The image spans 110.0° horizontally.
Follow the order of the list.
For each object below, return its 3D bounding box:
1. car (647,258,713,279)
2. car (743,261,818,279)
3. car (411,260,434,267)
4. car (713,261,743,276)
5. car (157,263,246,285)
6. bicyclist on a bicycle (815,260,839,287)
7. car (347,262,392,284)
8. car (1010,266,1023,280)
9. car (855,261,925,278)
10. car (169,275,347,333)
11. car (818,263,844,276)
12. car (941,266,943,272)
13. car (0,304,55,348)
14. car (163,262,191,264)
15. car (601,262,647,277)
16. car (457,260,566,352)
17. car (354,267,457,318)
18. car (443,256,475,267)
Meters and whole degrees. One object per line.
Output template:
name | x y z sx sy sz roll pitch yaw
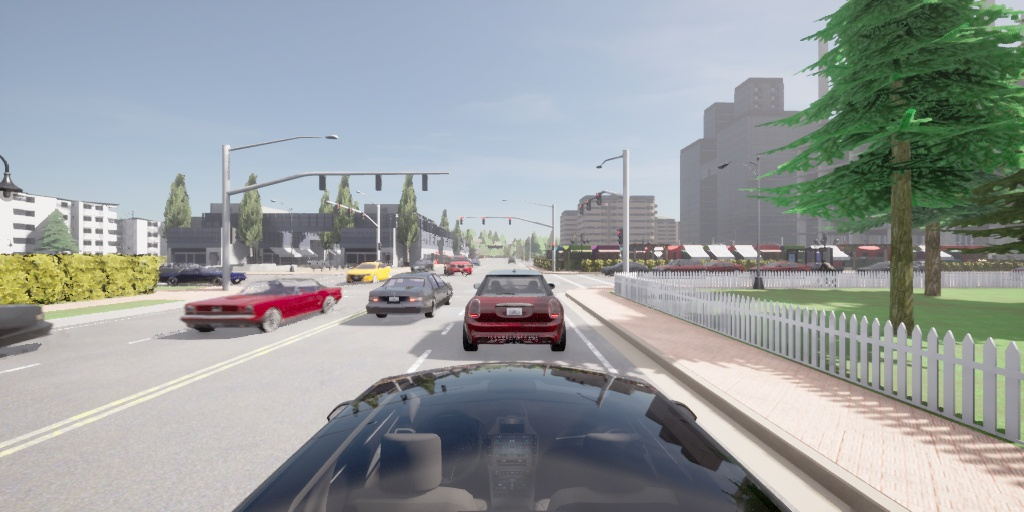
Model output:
car | 15.072 1.102 32.364 4.553 1.767 2.097 0 0 -1
car | 24.285 1.228 32.596 5.008 1.535 1.882 0 0 -1
car | -10.833 1.241 43.617 2.128 1.511 4.902 0 0 3
car | 20.548 1.228 36.006 5.008 1.535 1.882 0 0 -1
car | -20.886 1.351 24.358 4.718 1.301 1.895 0 0 -1
bicyclist on a bicycle | 18.787 1.052 21.472 0.582 1.620 1.656 0 0 -1
car | -10.608 1.227 26.932 1.882 1.535 5.008 0 0 0
car | 43.873 1.314 29.428 4.181 1.385 1.994 0 0 -3
car | 34.347 1.255 32.842 4.892 1.490 1.837 0 0 -1
car | -7.103 1.351 10.833 1.895 1.301 4.718 0 0 0
car | 30.446 1.351 36.253 4.718 1.301 1.895 0 0 -1
car | 40.671 1.242 36.480 4.902 1.511 2.128 0 0 -1
car | -10.601 1.298 5.095 2.033 1.411 5.357 0 0 0
car | -25.396 1.242 27.753 4.902 1.511 2.128 0 0 -2
car | 11.223 1.276 35.750 4.674 1.442 1.812 0 0 -1
car | 0.062 1.102 9.112 2.097 1.767 4.553 0 0 0
car | -3.421 1.297 12.947 2.033 1.411 5.357 0 0 0
car | -5.689 0.974 36.712 2.150 2.045 5.566 -1 0 -19
